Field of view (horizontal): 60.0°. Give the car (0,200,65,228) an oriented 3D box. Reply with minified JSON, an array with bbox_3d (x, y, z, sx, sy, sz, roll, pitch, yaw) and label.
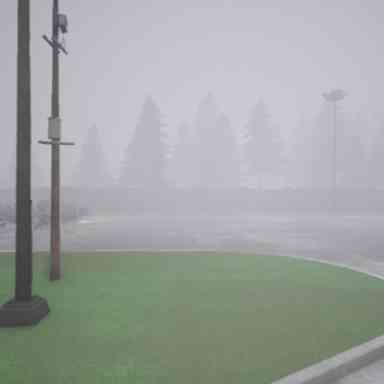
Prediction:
[{"bbox_3d":[-10.984,1.411,20.949,4.902,1.511,2.128,0,0,-3],"label":"car"}]

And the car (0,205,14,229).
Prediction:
[{"bbox_3d":[-12.330,1.528,17.384,4.718,1.301,1.895,0,0,-3],"label":"car"}]

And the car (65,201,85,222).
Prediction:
[{"bbox_3d":[-10.498,1.474,24.476,4.181,1.385,1.994,0,0,-3],"label":"car"}]

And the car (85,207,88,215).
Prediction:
[{"bbox_3d":[-11.236,1.404,27.945,4.892,1.490,1.837,0,0,-3],"label":"car"}]
